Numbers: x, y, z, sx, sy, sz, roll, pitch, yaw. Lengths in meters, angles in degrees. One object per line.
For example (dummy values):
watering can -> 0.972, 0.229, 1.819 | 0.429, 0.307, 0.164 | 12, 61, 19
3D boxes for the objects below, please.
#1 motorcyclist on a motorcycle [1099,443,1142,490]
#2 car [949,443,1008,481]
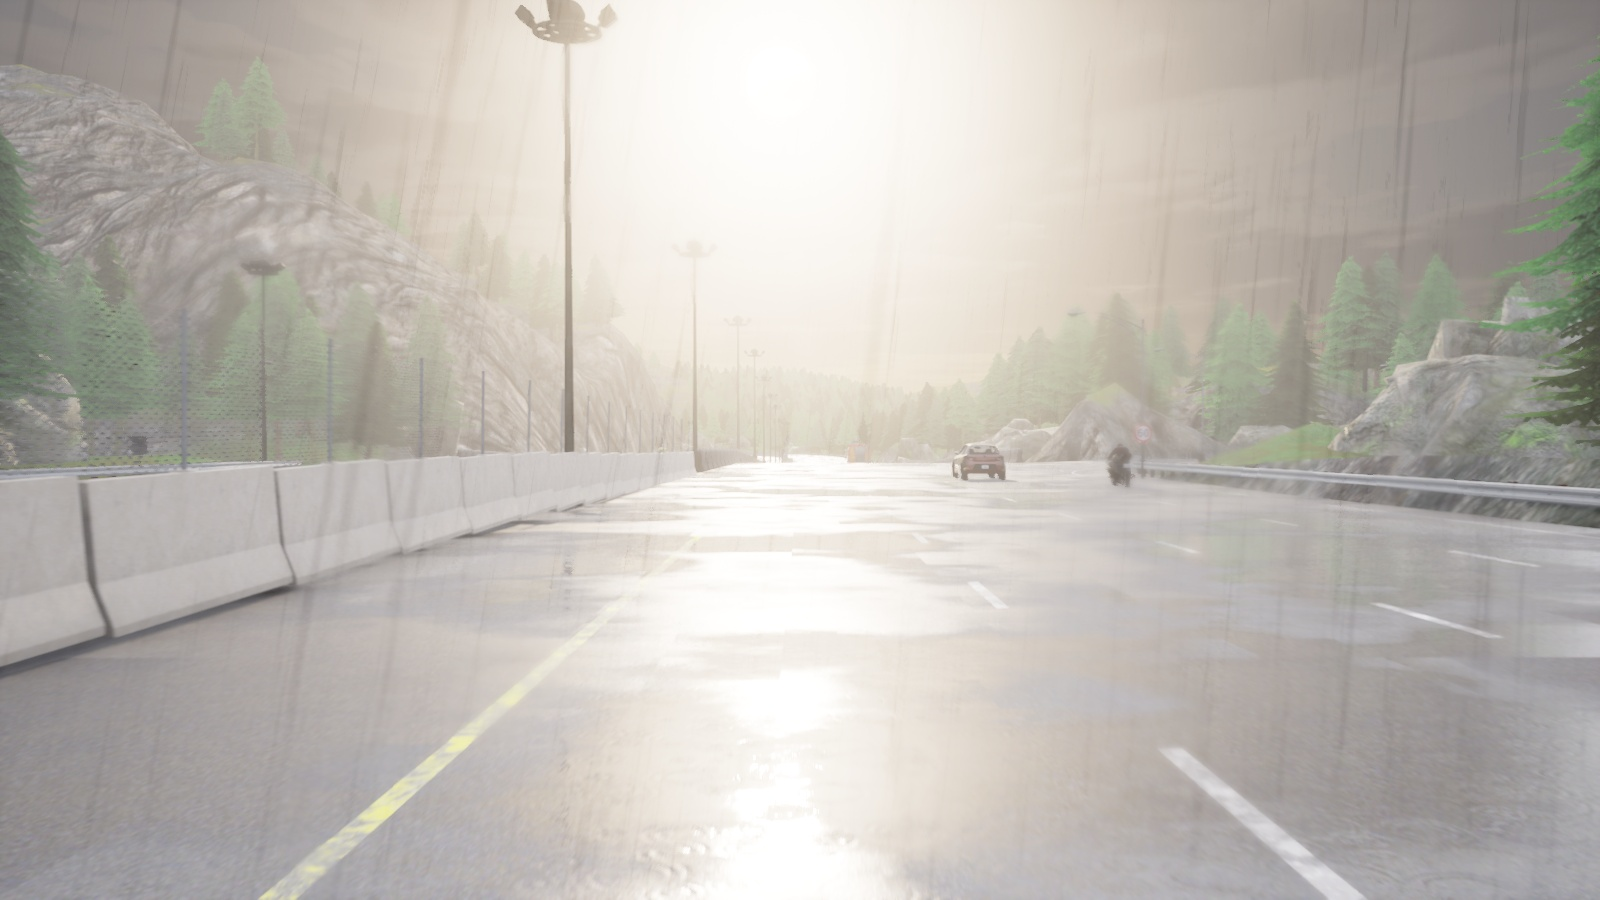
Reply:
motorcyclist on a motorcycle -> 10.728, 0.543, 42.130 | 0.866, 1.530, 2.191 | 0, 0, 0
car -> 7.254, 0.465, 51.325 | 1.816, 1.474, 4.193 | 0, 0, 0
